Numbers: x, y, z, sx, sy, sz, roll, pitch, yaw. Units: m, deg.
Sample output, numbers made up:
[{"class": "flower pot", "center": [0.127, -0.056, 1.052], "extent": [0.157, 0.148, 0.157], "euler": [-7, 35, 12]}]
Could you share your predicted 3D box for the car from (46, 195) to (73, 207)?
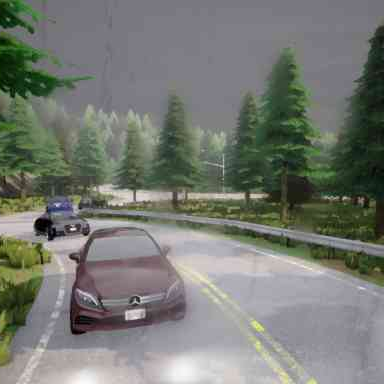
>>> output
[{"class": "car", "center": [-12.808, 1.326, 32.220], "extent": [2.150, 2.045, 5.566], "euler": [-1, 0, -18]}]

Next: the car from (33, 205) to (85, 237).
[{"class": "car", "center": [-7.024, 1.664, 17.750], "extent": [1.994, 1.385, 4.181], "euler": [-4, 2, -38]}]

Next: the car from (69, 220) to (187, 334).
[{"class": "car", "center": [-1.510, 1.523, 7.044], "extent": [1.812, 1.442, 4.674], "euler": [-2, 0, -17]}]

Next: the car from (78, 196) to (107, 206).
[{"class": "car", "center": [-12.647, 1.289, 42.804], "extent": [2.097, 1.767, 4.553], "euler": [2, 2, 13]}]
